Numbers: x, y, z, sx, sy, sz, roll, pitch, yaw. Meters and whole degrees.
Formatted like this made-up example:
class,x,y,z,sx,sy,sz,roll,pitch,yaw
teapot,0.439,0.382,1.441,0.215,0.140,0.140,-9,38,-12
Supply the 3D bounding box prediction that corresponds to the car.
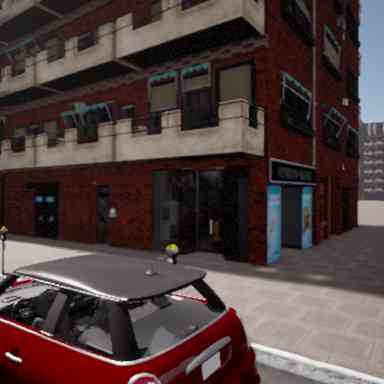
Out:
class,x,y,z,sx,sy,sz,roll,pitch,yaw
car,-1.420,1.474,3.874,4.097,1.590,1.967,-1,0,36
